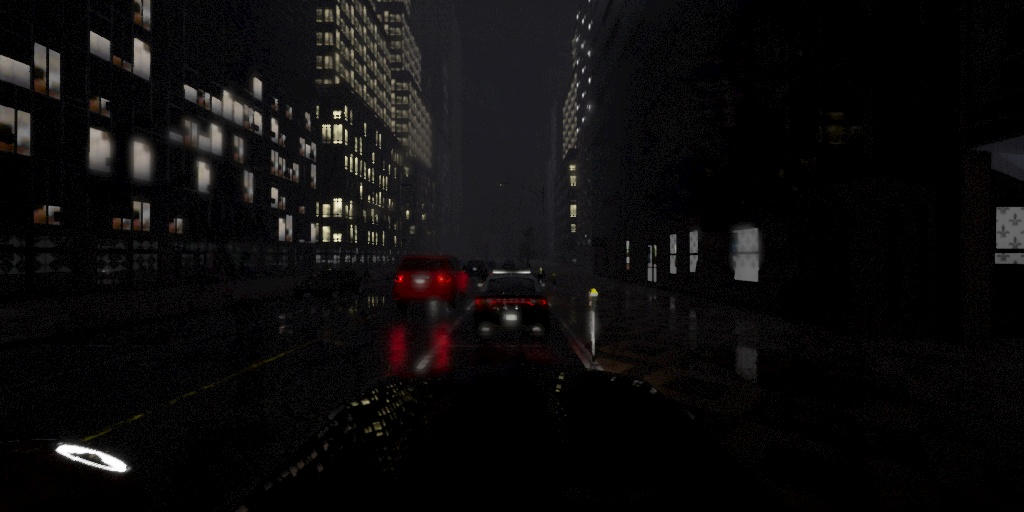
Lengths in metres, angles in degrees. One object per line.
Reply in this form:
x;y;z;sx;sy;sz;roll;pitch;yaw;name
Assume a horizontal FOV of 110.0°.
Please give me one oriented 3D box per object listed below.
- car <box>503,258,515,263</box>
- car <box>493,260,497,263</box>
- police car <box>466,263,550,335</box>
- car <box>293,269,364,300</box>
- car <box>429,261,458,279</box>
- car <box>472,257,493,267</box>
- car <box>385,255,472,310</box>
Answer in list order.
-0.455;1.298;46.099;1.948;1.339;4.313;0;0;0;car
-3.051;1.222;47.954;2.128;1.511;4.902;0;0;0;car
-0.012;1.174;10.609;1.930;1.638;5.238;0;0;0;police car
-8.836;1.313;17.650;1.948;1.339;4.313;0;0;0;car
-6.241;1.266;33.298;1.812;1.442;4.674;0;0;0;car
-3.055;1.093;31.559;2.097;1.767;4.553;0;0;0;car
-3.145;0.968;14.929;2.150;2.045;5.566;0;0;0;car
